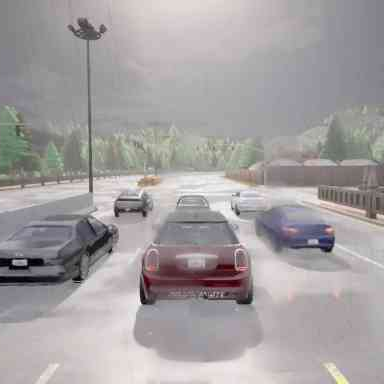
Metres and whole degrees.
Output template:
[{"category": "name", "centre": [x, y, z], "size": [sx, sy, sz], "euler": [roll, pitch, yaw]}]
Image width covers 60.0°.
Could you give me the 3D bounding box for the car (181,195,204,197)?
[{"category": "car", "centre": [0.035, 0.861, 17.332], "size": [2.033, 1.411, 5.357], "euler": [0, 4, 0]}]

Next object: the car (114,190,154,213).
[{"category": "car", "centre": [-3.482, 0.590, 20.414], "size": [2.128, 1.511, 4.902], "euler": [0, 4, 0]}]

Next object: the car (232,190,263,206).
[{"category": "car", "centre": [3.553, 0.584, 21.062], "size": [1.812, 1.442, 4.674], "euler": [0, 4, 1]}]

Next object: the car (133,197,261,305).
[{"category": "car", "centre": [0.077, 1.192, 7.950], "size": [2.097, 1.767, 4.553], "euler": [0, 2, 0]}]

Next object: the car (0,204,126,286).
[{"category": "car", "centre": [-3.426, 1.342, 9.122], "size": [2.033, 1.411, 5.357], "euler": [0, 2, 0]}]

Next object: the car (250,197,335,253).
[{"category": "car", "centre": [3.561, 1.180, 12.075], "size": [1.812, 1.442, 4.674], "euler": [0, 3, 0]}]
